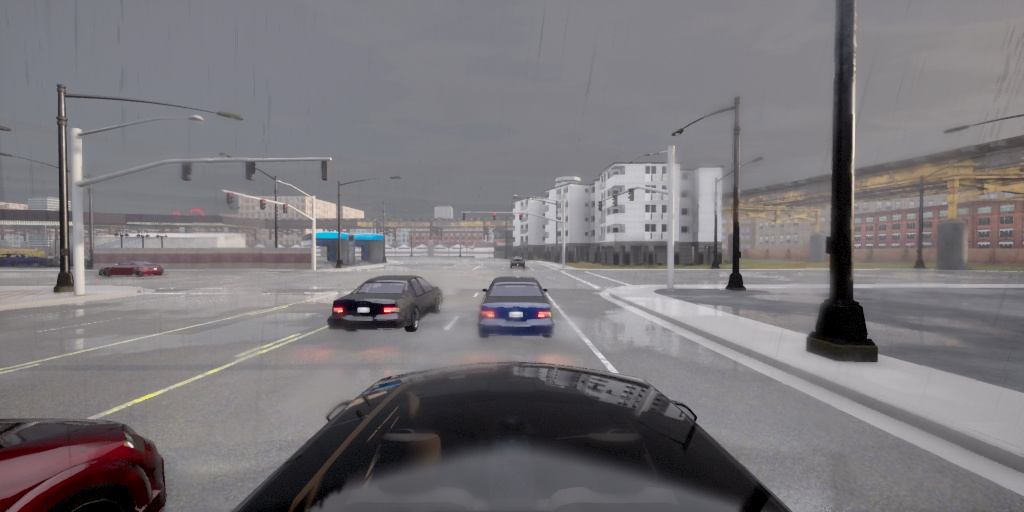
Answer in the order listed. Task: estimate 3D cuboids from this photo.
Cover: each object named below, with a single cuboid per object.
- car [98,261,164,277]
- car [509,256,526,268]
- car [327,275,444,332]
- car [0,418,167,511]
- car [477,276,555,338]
[{"bbox_3d":[-32.872,1.083,30.992,4.181,1.385,1.994,0,1,-1],"label":"car"},{"bbox_3d":[0.708,0.773,46.066,1.837,1.490,4.892,0,1,0],"label":"car"},{"bbox_3d":[-3.406,1.274,10.730,2.033,1.411,5.357,0,0,0],"label":"car"},{"bbox_3d":[-3.395,1.314,0.733,1.994,1.385,4.181,0,0,0],"label":"car"},{"bbox_3d":[0.090,1.279,10.128,2.033,1.411,5.357,0,0,0],"label":"car"}]
